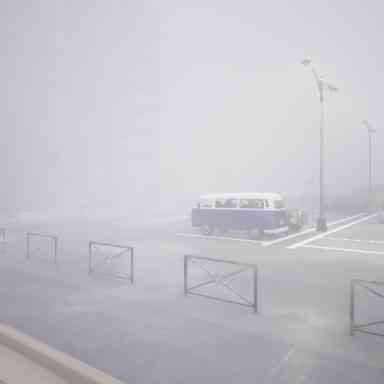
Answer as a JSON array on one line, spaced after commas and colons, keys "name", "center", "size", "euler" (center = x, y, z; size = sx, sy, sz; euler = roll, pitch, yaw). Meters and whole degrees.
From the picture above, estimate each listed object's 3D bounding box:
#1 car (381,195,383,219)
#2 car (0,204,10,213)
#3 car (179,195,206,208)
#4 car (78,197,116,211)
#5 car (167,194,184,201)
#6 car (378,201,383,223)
[{"name": "car", "center": [17.224, 1.153, 25.499], "size": [4.605, 1.855, 1.932], "euler": [0, 0, 36]}, {"name": "car", "center": [-19.452, 1.492, 29.948], "size": [2.033, 1.411, 5.357], "euler": [0, 0, 36]}, {"name": "car", "center": [-0.300, 1.437, 56.467], "size": [2.128, 1.511, 4.902], "euler": [0, 0, 36]}, {"name": "car", "center": [-11.620, 1.422, 40.846], "size": [1.882, 1.535, 5.008], "euler": [0, 0, 36]}, {"name": "car", "center": [-3.884, 1.285, 77.466], "size": [1.851, 1.617, 3.988], "euler": [0, 0, 36]}, {"name": "car", "center": [13.977, 1.395, 20.962], "size": [3.806, 1.475, 1.970], "euler": [0, 0, 36]}]
